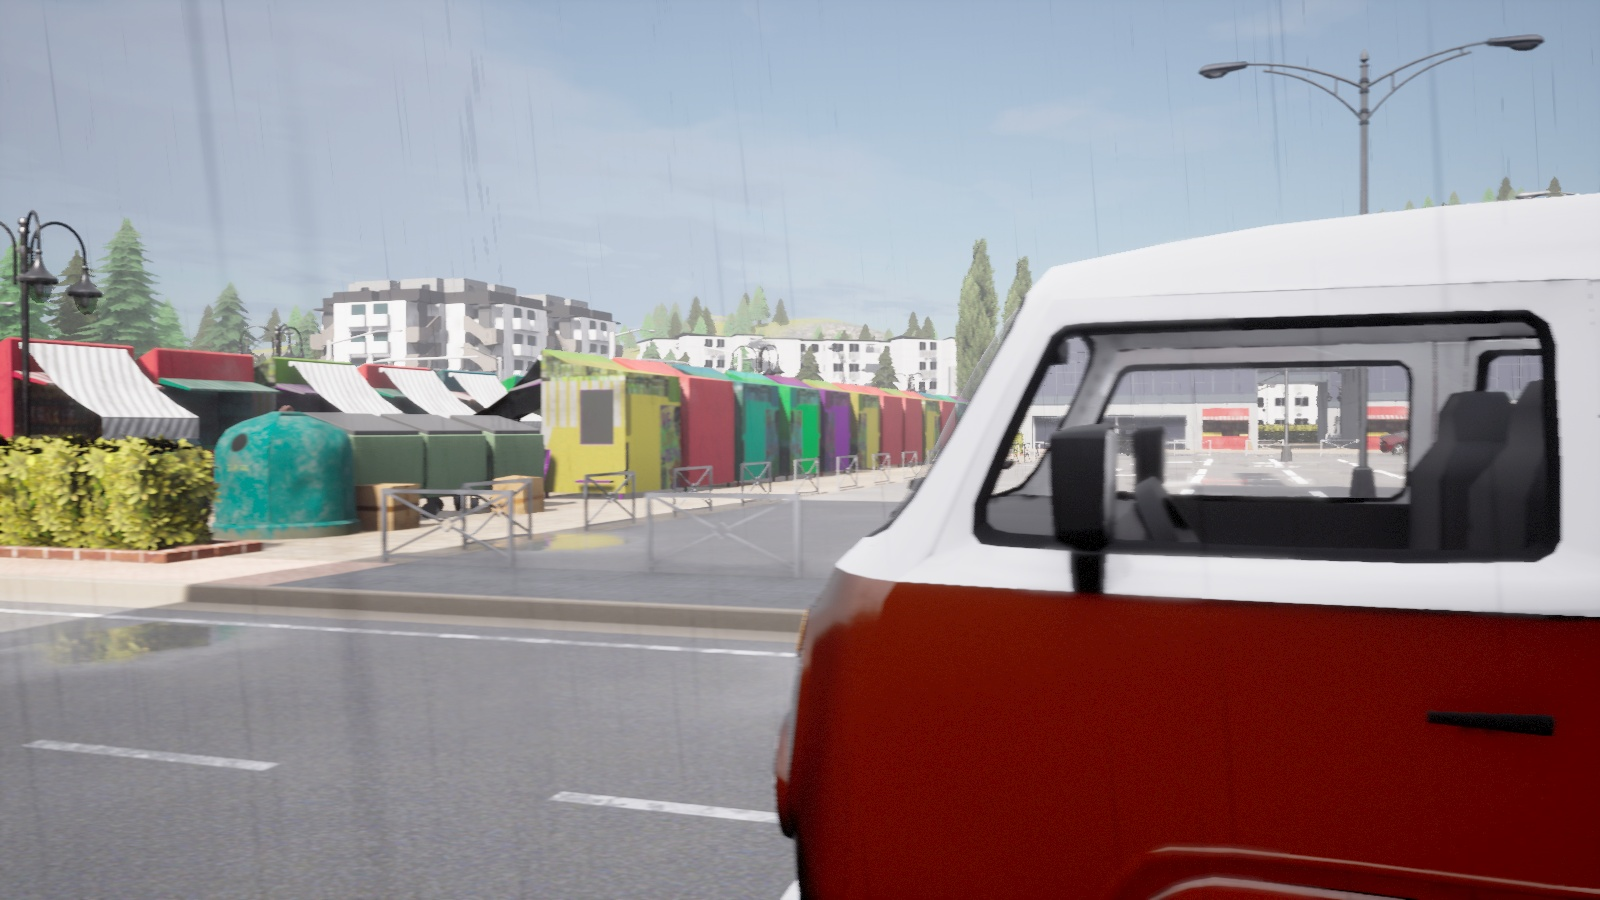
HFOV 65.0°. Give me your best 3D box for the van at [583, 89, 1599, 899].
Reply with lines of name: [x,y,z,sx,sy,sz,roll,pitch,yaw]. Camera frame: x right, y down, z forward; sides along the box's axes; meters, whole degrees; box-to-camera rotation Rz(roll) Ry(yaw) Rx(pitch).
van: [2.068,0.518,2.493,4.480,2.038,2.069,1,1,19]
